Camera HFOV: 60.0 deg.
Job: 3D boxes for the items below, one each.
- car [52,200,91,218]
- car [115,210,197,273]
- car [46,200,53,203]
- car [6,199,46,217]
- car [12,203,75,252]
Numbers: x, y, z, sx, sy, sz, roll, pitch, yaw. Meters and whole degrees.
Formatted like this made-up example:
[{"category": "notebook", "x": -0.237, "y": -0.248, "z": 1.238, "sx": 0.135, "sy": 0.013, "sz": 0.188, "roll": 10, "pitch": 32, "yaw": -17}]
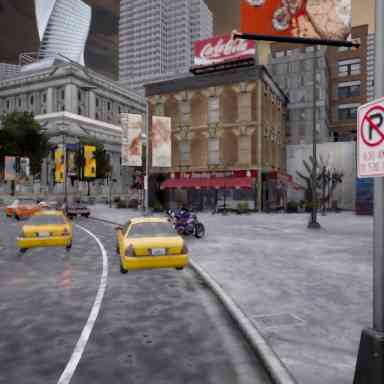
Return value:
[{"category": "car", "x": -10.377, "y": 1.586, "z": 28.766, "sx": 1.895, "sy": 1.301, "sz": 4.718, "roll": 0, "pitch": 0, "yaw": -34}, {"category": "car", "x": -1.478, "y": 1.456, "z": 10.764, "sx": 1.801, "sy": 1.575, "sz": 5.366, "roll": 0, "pitch": 0, "yaw": -15}, {"category": "car", "x": -14.167, "y": 1.507, "z": 33.065, "sx": 2.002, "sy": 1.452, "sz": 4.674, "roll": 0, "pitch": 0, "yaw": -44}, {"category": "car", "x": -14.384, "y": 1.338, "z": 28.427, "sx": 2.097, "sy": 1.767, "sz": 4.553, "roll": 0, "pitch": 0, "yaw": -38}, {"category": "car", "x": -6.016, "y": 1.452, "z": 13.998, "sx": 1.801, "sy": 1.575, "sz": 5.366, "roll": 0, "pitch": 0, "yaw": -20}]
